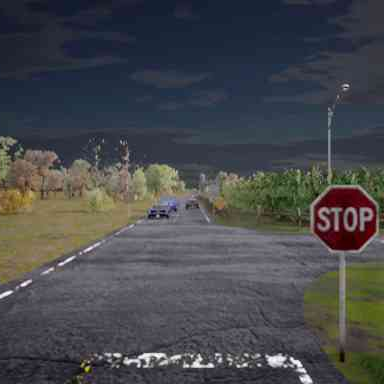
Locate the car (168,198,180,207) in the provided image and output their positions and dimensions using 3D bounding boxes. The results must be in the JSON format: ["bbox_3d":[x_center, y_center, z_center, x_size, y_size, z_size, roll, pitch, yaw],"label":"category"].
[{"bbox_3d":[-2.876,1.677,53.778,1.812,1.442,4.674,0,0,0],"label":"car"}]

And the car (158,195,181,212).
[{"bbox_3d":[-2.884,1.348,41.204,2.150,2.045,5.566,0,0,0],"label":"car"}]

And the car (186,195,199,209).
[{"bbox_3d":[0.059,1.648,49.087,1.837,1.490,4.892,0,0,0],"label":"car"}]

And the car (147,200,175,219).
[{"bbox_3d":[-2.860,1.697,29.875,1.895,1.301,4.718,0,0,0],"label":"car"}]

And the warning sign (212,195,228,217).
[{"bbox_3d":[2.424,1.208,28.597,1.300,1.860,1.060,0,0,0],"label":"warning sign"}]
